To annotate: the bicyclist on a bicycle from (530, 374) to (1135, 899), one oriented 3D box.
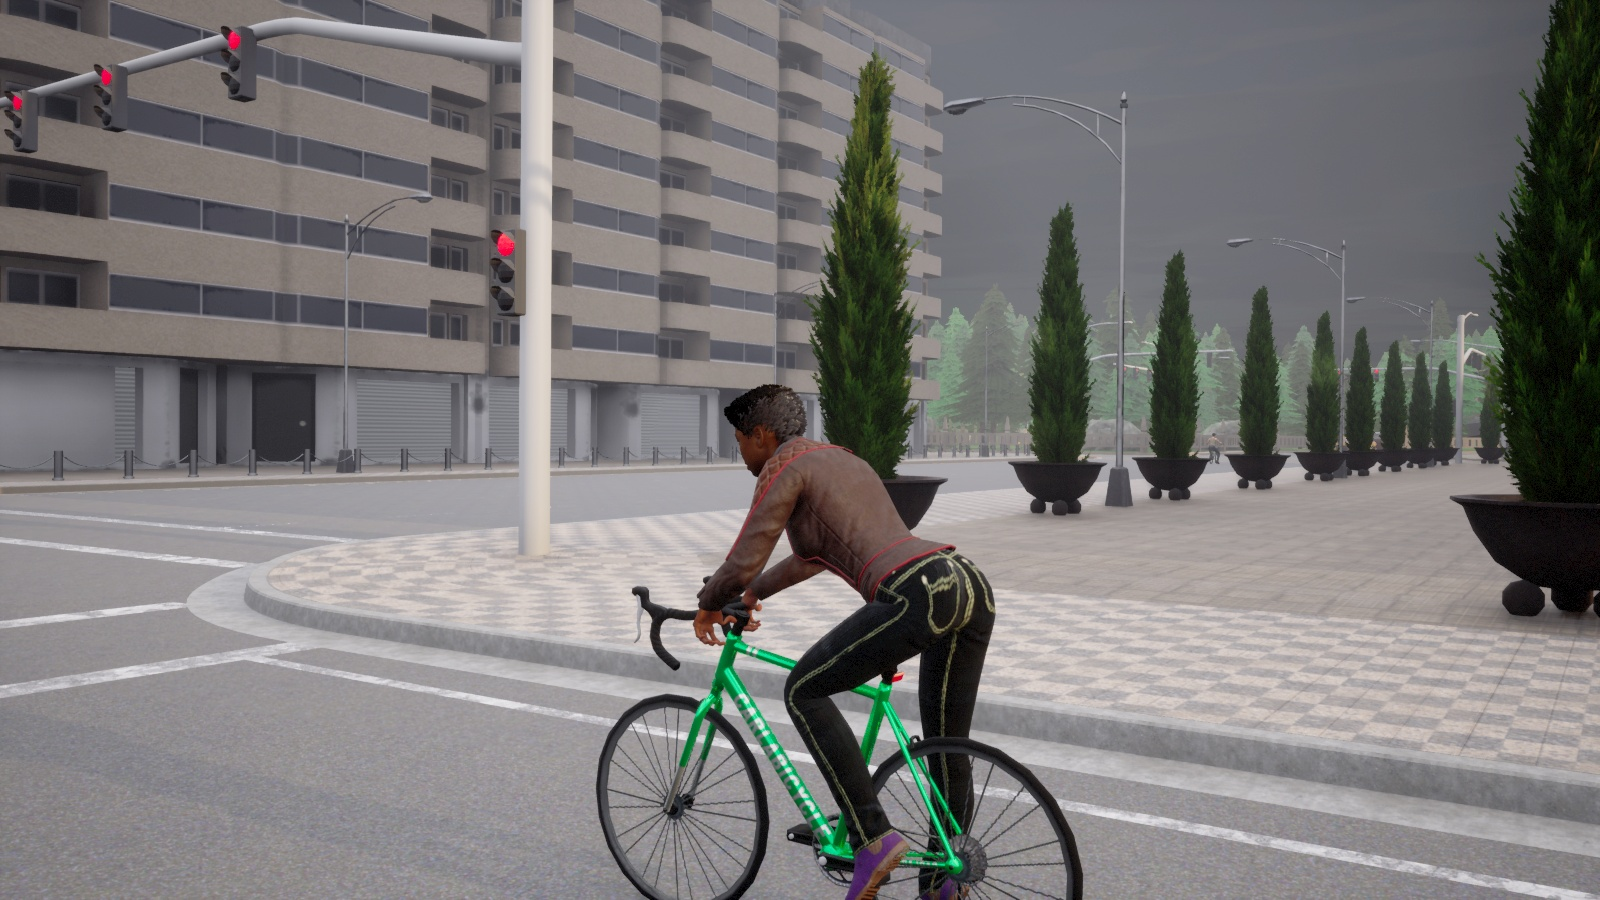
[{"bbox_3d":[0.045,0.635,3.593,1.656,1.620,0.582,0,1,34],"label":"bicyclist on a bicycle"}]
